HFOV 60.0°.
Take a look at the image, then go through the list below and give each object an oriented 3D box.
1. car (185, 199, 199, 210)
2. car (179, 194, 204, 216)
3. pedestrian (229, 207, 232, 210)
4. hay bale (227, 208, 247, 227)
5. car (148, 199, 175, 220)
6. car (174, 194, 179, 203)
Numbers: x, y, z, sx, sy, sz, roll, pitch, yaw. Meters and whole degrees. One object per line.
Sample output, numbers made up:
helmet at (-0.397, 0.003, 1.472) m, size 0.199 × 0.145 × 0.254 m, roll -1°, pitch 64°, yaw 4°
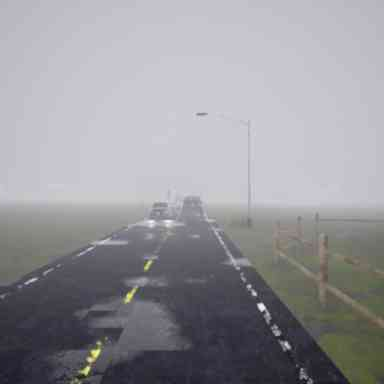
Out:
car at (0.041, 1.820, 48.468) m, size 1.994 × 1.385 × 4.181 m, roll 0°, pitch 0°, yaw 0°
car at (0.060, 1.400, 35.237) m, size 2.150 × 2.045 × 5.566 m, roll 0°, pitch 0°, yaw 0°
pedestrian at (2.838, 1.705, 24.420) m, size 0.375 × 1.300 × 0.375 m, roll -1°, pitch 0°, yaw 2°
hay bale at (3.142, 1.768, 23.298) m, size 1.220 × 1.180 × 1.240 m, roll 1°, pitch 0°, yaw 0°
car at (-2.831, 1.655, 30.327) m, size 1.837 × 1.490 × 4.892 m, roll 0°, pitch 0°, yaw 0°
car at (-2.713, 1.433, 71.556) m, size 2.150 × 2.045 × 5.566 m, roll 0°, pitch 0°, yaw 0°
